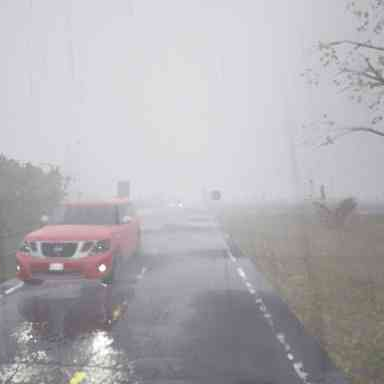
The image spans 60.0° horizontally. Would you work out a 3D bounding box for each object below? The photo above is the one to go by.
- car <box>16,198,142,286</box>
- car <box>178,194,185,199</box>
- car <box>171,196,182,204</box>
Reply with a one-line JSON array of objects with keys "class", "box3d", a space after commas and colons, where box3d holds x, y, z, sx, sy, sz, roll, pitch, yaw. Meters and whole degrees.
[{"class": "car", "box3d": [-2.845, 1.211, 9.758, 2.150, 2.045, 5.566, 0, 0, 0]}, {"class": "car", "box3d": [-2.733, 1.128, 88.288, 1.895, 1.301, 4.718, 0, 0, 0]}, {"class": "car", "box3d": [-2.738, 1.451, 60.885, 1.895, 1.301, 4.718, 0, 0, 0]}]
